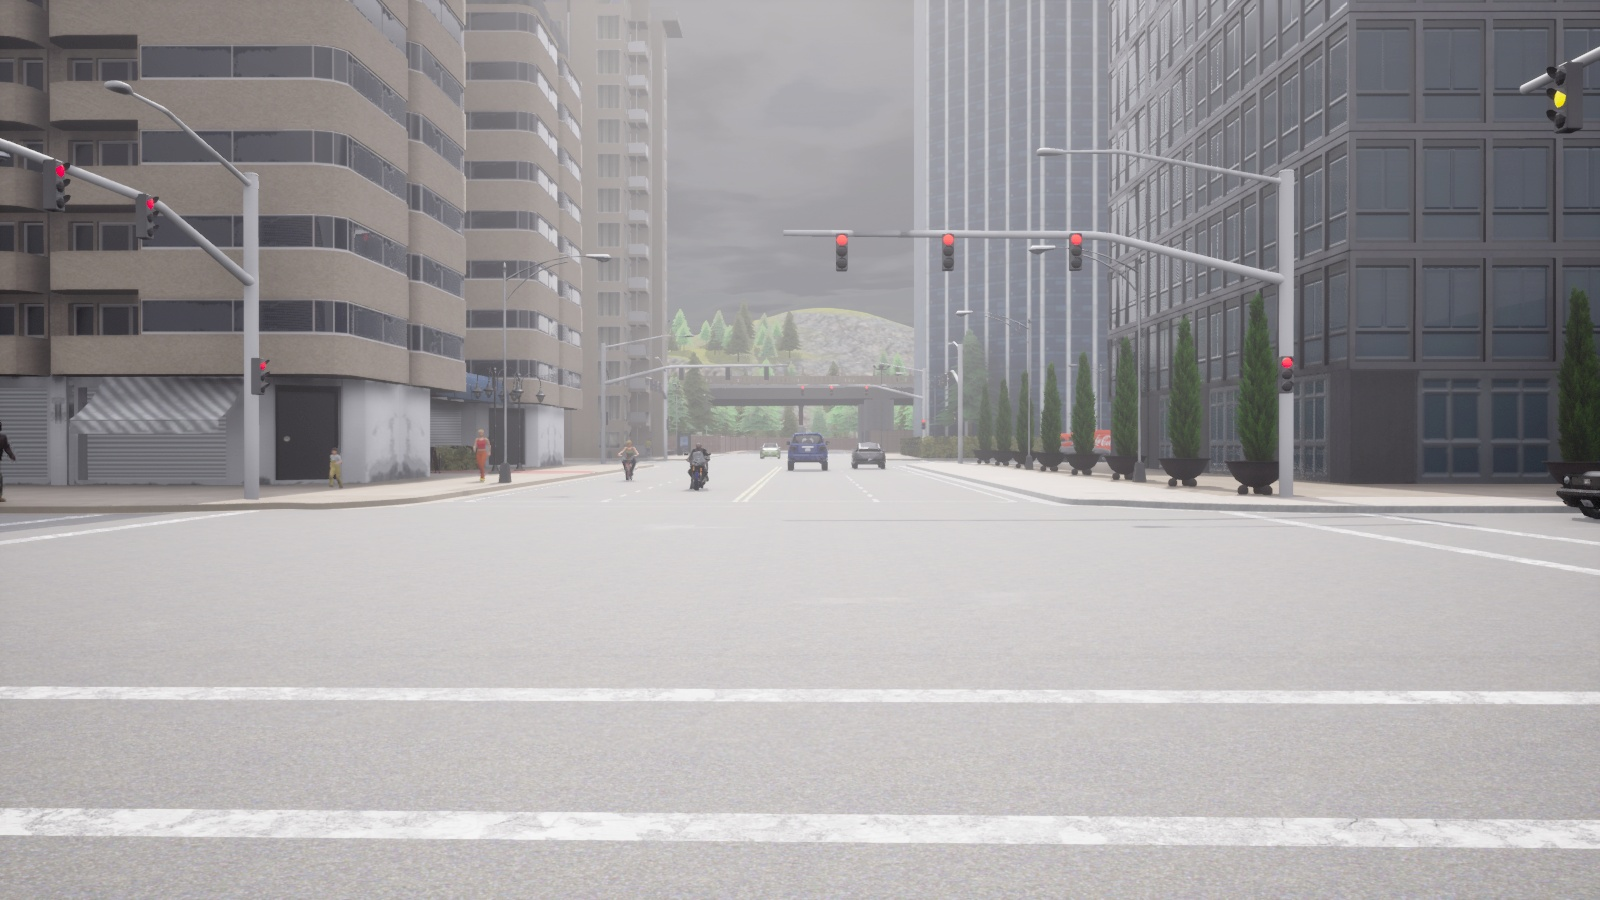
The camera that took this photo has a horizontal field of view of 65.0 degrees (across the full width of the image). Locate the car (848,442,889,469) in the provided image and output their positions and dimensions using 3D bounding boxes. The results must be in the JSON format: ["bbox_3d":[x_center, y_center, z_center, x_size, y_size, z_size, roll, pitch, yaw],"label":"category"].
[{"bbox_3d":[3.955,0.294,72.949,2.128,1.511,4.902,0,0,0],"label":"car"}]

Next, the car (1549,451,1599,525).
[{"bbox_3d":[16.486,0.677,22.714,4.718,1.301,1.895,0,0,1],"label":"car"}]

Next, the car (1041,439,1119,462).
[{"bbox_3d":[19.796,0.039,89.004,5.027,1.651,2.152,0,0,0],"label":"car"}]

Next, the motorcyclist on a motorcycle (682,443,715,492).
[{"bbox_3d":[-3.242,0.551,40.296,0.866,1.530,2.191,0,0,0],"label":"motorcyclist on a motorcycle"}]

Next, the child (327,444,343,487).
[{"bbox_3d":[-13.706,0.462,37.024,0.270,1.263,0.437,0,0,5],"label":"child"}]

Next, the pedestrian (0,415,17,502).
[{"bbox_3d":[-17.287,0.179,26.993,0.703,1.840,0.431,0,0,17],"label":"pedestrian"}]

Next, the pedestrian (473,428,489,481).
[{"bbox_3d":[-10.968,0.152,43.196,0.345,1.836,0.594,0,0,6],"label":"pedestrian"}]

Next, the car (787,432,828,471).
[{"bbox_3d":[0.429,0.077,68.917,2.150,2.045,5.566,0,0,0],"label":"car"}]

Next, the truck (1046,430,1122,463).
[{"bbox_3d":[21.701,-0.265,96.011,5.204,2.467,2.627,0,0,0],"label":"truck"}]
